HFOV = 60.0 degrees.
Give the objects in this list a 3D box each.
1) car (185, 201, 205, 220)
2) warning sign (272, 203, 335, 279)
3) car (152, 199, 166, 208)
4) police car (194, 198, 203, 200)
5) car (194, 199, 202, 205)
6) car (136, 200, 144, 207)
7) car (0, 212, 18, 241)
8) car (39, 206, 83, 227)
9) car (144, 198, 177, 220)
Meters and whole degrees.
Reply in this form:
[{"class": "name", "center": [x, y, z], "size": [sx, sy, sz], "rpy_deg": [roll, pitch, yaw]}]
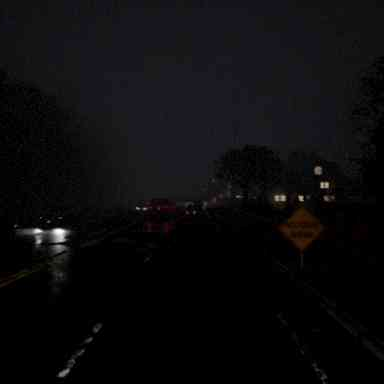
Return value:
[{"class": "car", "center": [0.255, 1.903, 32.222], "size": [2.033, 1.411, 5.357], "rpy_deg": [0, -1, 1]}, {"class": "warning sign", "center": [2.887, 1.225, 8.748], "size": [1.300, 1.860, 1.060], "rpy_deg": [0, 0, 0]}, {"class": "car", "center": [-6.189, 2.172, 63.760], "size": [2.128, 1.511, 4.902], "rpy_deg": [0, -1, 1]}, {"class": "police car", "center": [1.334, 2.166, 68.863], "size": [1.930, 1.638, 5.238], "rpy_deg": [0, -1, 0]}, {"class": "car", "center": [1.388, 2.366, 78.751], "size": [1.812, 1.442, 4.674], "rpy_deg": [0, -1, 0]}, {"class": "car", "center": [-9.430, 2.216, 63.766], "size": [2.033, 1.411, 5.357], "rpy_deg": [0, -1, 1]}, {"class": "car", "center": [-9.776, 1.624, 14.934], "size": [2.128, 1.511, 4.902], "rpy_deg": [0, -1, 0]}, {"class": "car", "center": [-9.688, 1.769, 24.995], "size": [1.812, 1.442, 4.674], "rpy_deg": [0, -1, 2]}, {"class": "car", "center": [-2.988, 1.571, 32.534], "size": [2.150, 2.045, 5.566], "rpy_deg": [0, 0, 0]}]
